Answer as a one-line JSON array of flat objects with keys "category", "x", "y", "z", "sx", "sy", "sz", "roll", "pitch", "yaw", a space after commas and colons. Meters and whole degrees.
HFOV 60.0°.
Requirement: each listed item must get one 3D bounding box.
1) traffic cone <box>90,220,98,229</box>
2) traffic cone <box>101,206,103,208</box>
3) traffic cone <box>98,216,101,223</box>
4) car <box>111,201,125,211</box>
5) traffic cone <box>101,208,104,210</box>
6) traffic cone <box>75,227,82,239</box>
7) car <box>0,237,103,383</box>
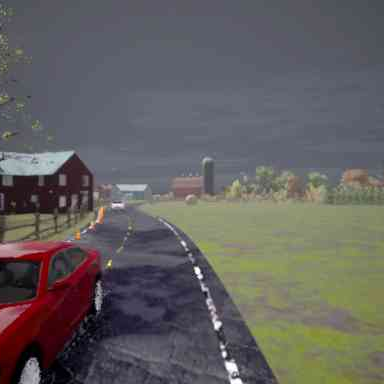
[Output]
[{"category": "traffic cone", "x": -6.653, "y": 2.173, "z": 22.163, "sx": 0.340, "sy": 0.580, "sz": 0.340, "roll": 0, "pitch": 0, "yaw": -10}, {"category": "traffic cone", "x": -11.256, "y": 2.363, "z": 41.326, "sx": 0.340, "sy": 0.580, "sz": 0.340, "roll": 0, "pitch": 0, "yaw": -16}, {"category": "traffic cone", "x": -7.563, "y": 2.218, "z": 26.994, "sx": 0.340, "sy": 0.580, "sz": 0.340, "roll": 0, "pitch": 0, "yaw": -12}, {"category": "car", "x": -10.773, "y": 1.985, "z": 48.231, "sx": 1.812, "sy": 1.442, "sz": 4.674, "roll": 0, "pitch": -1, "yaw": -13}, {"category": "traffic cone", "x": -9.867, "y": 2.313, "z": 36.553, "sx": 0.340, "sy": 0.580, "sz": 0.340, "roll": 0, "pitch": 0, "yaw": -15}, {"category": "traffic cone", "x": -5.906, "y": 2.130, "z": 17.304, "sx": 0.340, "sy": 0.580, "sz": 0.340, "roll": 0, "pitch": 0, "yaw": -8}, {"category": "car", "x": -2.635, "y": 1.532, "z": 4.854, "sx": 1.882, "sy": 1.535, "sz": 5.008, "roll": 0, "pitch": -1, "yaw": -3}]
